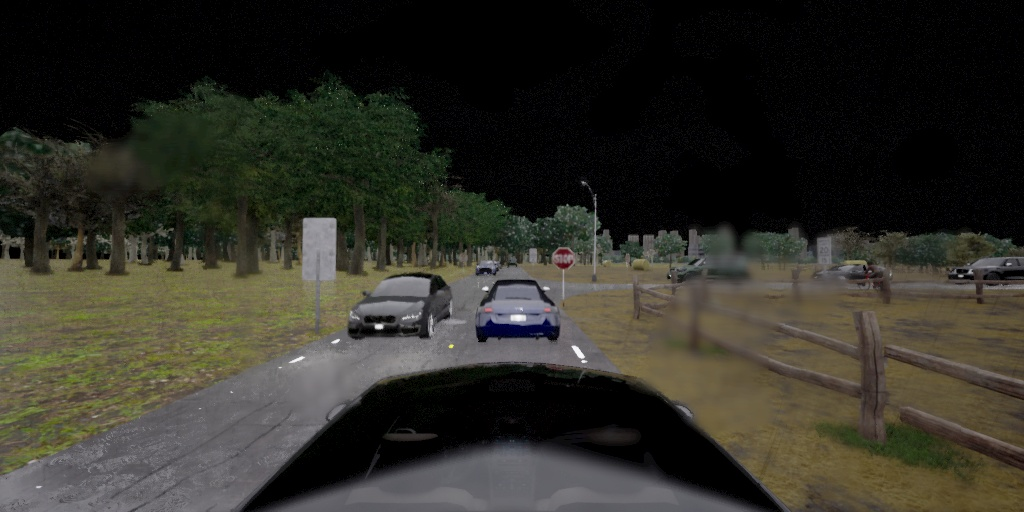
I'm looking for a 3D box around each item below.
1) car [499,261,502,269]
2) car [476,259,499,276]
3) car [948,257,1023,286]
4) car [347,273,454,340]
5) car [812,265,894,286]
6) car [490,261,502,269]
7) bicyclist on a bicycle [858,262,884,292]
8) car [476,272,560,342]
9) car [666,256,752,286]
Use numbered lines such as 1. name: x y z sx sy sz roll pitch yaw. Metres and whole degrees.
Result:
1. car: -2.781 1.383 49.322 1.882 1.535 5.008 0 0 0
2. car: -2.768 1.193 39.314 2.097 1.767 4.553 0 0 -1
3. car: 35.141 1.098 25.836 5.566 2.045 2.150 0 -2 1
4. car: -2.842 1.263 10.100 1.837 1.490 4.892 0 0 0
5. car: 24.470 1.366 25.807 4.892 1.490 1.837 0 -2 -1
6. car: -2.748 1.572 62.719 1.994 1.385 4.181 0 0 0
7. bicyclist on a bicycle: 19.935 1.169 19.819 0.582 1.620 1.656 0 0 0
8. car: 0.115 1.323 9.828 1.994 1.385 4.181 0 0 -1
9. car: 14.131 1.067 25.775 5.566 2.045 2.150 0 -2 -1
